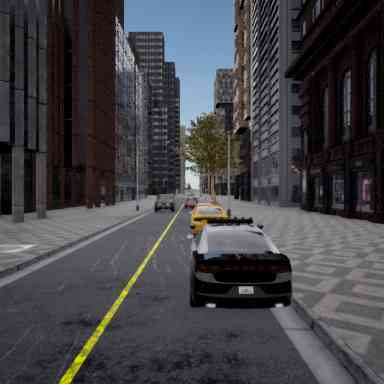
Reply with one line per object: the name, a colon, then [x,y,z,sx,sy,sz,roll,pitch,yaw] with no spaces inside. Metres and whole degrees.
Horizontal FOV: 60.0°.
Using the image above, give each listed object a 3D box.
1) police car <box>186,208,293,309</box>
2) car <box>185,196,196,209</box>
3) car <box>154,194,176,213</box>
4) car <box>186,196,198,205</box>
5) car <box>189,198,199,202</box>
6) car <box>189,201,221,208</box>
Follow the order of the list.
police car: [0.899,1.425,8.108,1.930,1.638,5.238,0,0,0]
car: [0.015,1.563,45.944,1.994,1.385,4.181,0,0,1]
car: [-3.003,1.221,37.743,2.150,2.045,5.566,0,0,0]
car: [-0.006,1.476,58.551,1.882,1.535,5.008,0,0,0]
car: [0.897,1.455,24.189,1.801,1.575,5.366,0,0,0]
car: [0.898,1.478,17.998,1.882,1.535,5.008,0,0,0]
